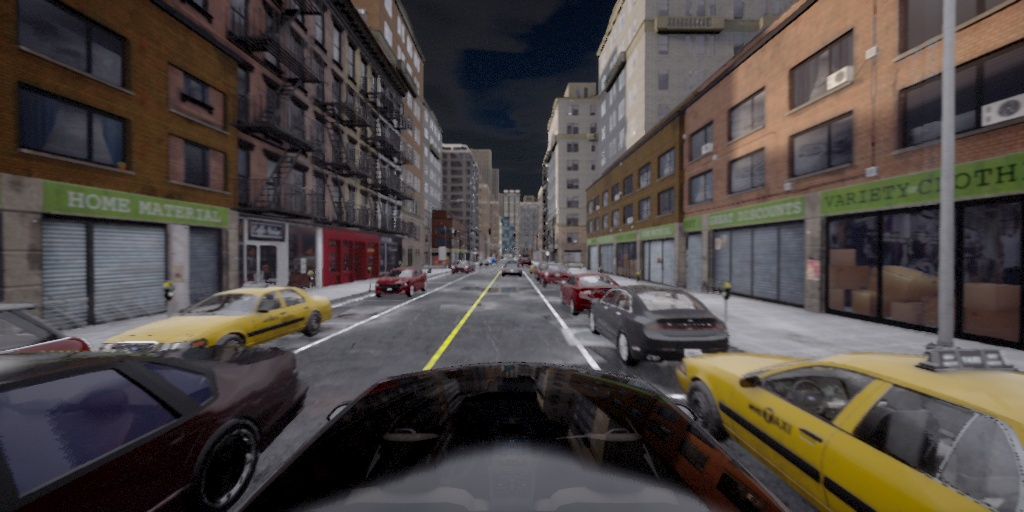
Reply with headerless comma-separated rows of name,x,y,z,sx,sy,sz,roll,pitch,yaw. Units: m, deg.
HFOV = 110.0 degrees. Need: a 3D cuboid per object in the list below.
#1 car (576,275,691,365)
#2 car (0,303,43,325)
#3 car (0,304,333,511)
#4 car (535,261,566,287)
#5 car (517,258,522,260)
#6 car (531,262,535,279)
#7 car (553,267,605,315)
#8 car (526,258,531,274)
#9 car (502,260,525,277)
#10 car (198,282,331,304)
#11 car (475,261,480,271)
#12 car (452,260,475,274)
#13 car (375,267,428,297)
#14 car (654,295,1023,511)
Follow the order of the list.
car,2.857,1.298,7.842,2.007,1.370,4.403,0,0,0
car,-5.669,1.189,2.347,1.967,1.591,4.097,0,0,0
car,-3.099,1.298,1.488,2.033,1.411,5.357,0,0,0
car,2.858,1.190,24.332,1.967,1.591,4.097,0,0,0
car,0.002,1.295,45.154,1.812,1.442,4.674,0,0,0
car,2.858,1.193,29.829,1.967,1.591,4.097,0,0,0
car,2.857,1.292,13.339,1.888,1.381,4.507,0,0,0
car,2.859,1.289,40.993,1.751,1.417,4.829,0,0,0
car,0.002,1.322,35.089,1.994,1.385,4.181,0,0,0
car,-5.668,1.273,7.673,1.751,1.417,4.829,0,0,0
car,-5.666,1.337,46.320,1.948,1.339,4.313,0,0,0
car,-5.666,1.204,40.823,1.967,1.591,4.097,0,0,0
car,-5.668,1.294,18.836,1.888,1.381,4.507,0,0,0
car,2.856,1.275,2.516,1.751,1.417,4.829,0,0,0
